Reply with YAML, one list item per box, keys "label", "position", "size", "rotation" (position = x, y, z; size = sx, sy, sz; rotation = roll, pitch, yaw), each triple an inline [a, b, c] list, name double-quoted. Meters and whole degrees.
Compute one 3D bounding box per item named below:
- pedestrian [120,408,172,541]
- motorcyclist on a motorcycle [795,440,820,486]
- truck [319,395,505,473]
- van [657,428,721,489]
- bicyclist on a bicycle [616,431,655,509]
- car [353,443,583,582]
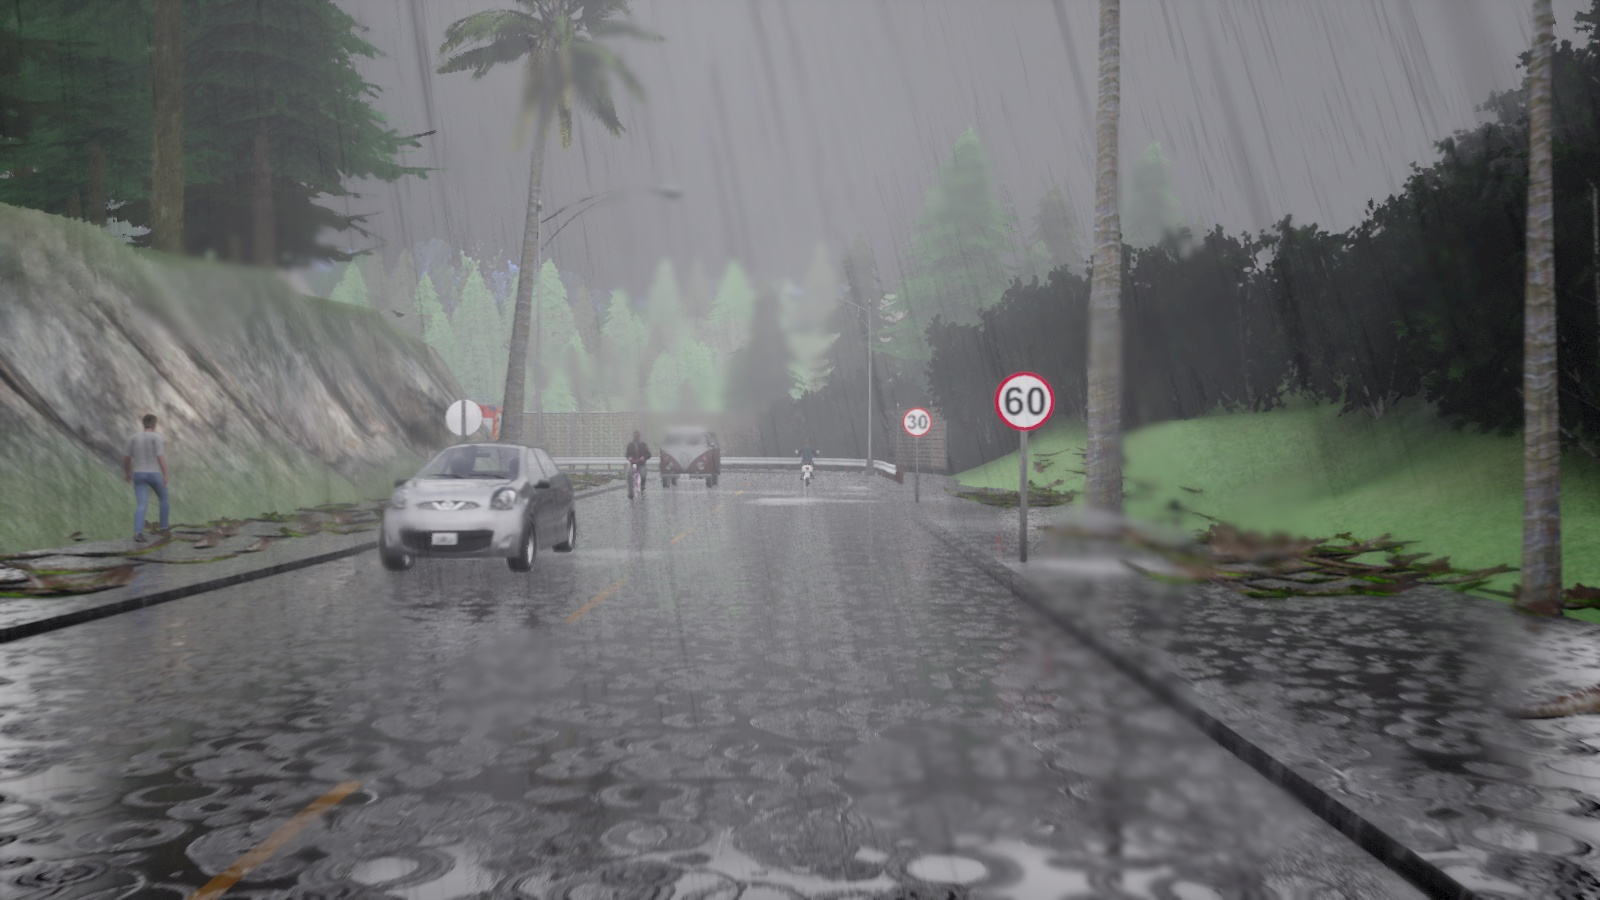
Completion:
- label: "pedestrian"
  position: [-9.189, 0.341, 17.661]
  size: [0.354, 1.836, 0.706]
  rotation: [0, 0, 0]
- label: "motorcyclist on a motorcycle"
  position: [0.257, 0.449, 44.503]
  size: [0.866, 1.590, 1.817]
  rotation: [0, 0, 0]
- label: "truck"
  position: [-19.488, -0.791, 63.447]
  size: [8.468, 3.827, 2.891]
  rotation: [0, 0, -1]
- label: "van"
  position: [-3.746, 0.254, 42.980]
  size: [1.775, 1.987, 4.442]
  rotation: [0, 0, 0]
- label: "bicyclist on a bicycle"
  position: [-3.825, 0.449, 29.289]
  size: [0.659, 1.776, 1.843]
  rotation: [0, 0, 0]
- label: "car"
  position: [-3.900, 0.672, 15.397]
  size: [1.845, 1.501, 3.633]
  rotation: [0, 0, 0]
